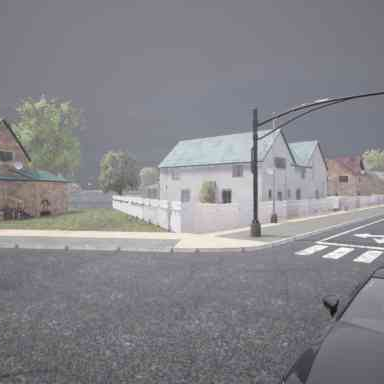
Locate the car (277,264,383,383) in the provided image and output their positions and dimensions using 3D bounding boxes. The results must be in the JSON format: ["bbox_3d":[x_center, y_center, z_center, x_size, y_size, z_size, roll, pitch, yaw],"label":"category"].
[{"bbox_3d":[2.531,1.524,3.416,1.812,1.442,4.674,0,0,42],"label":"car"}]
